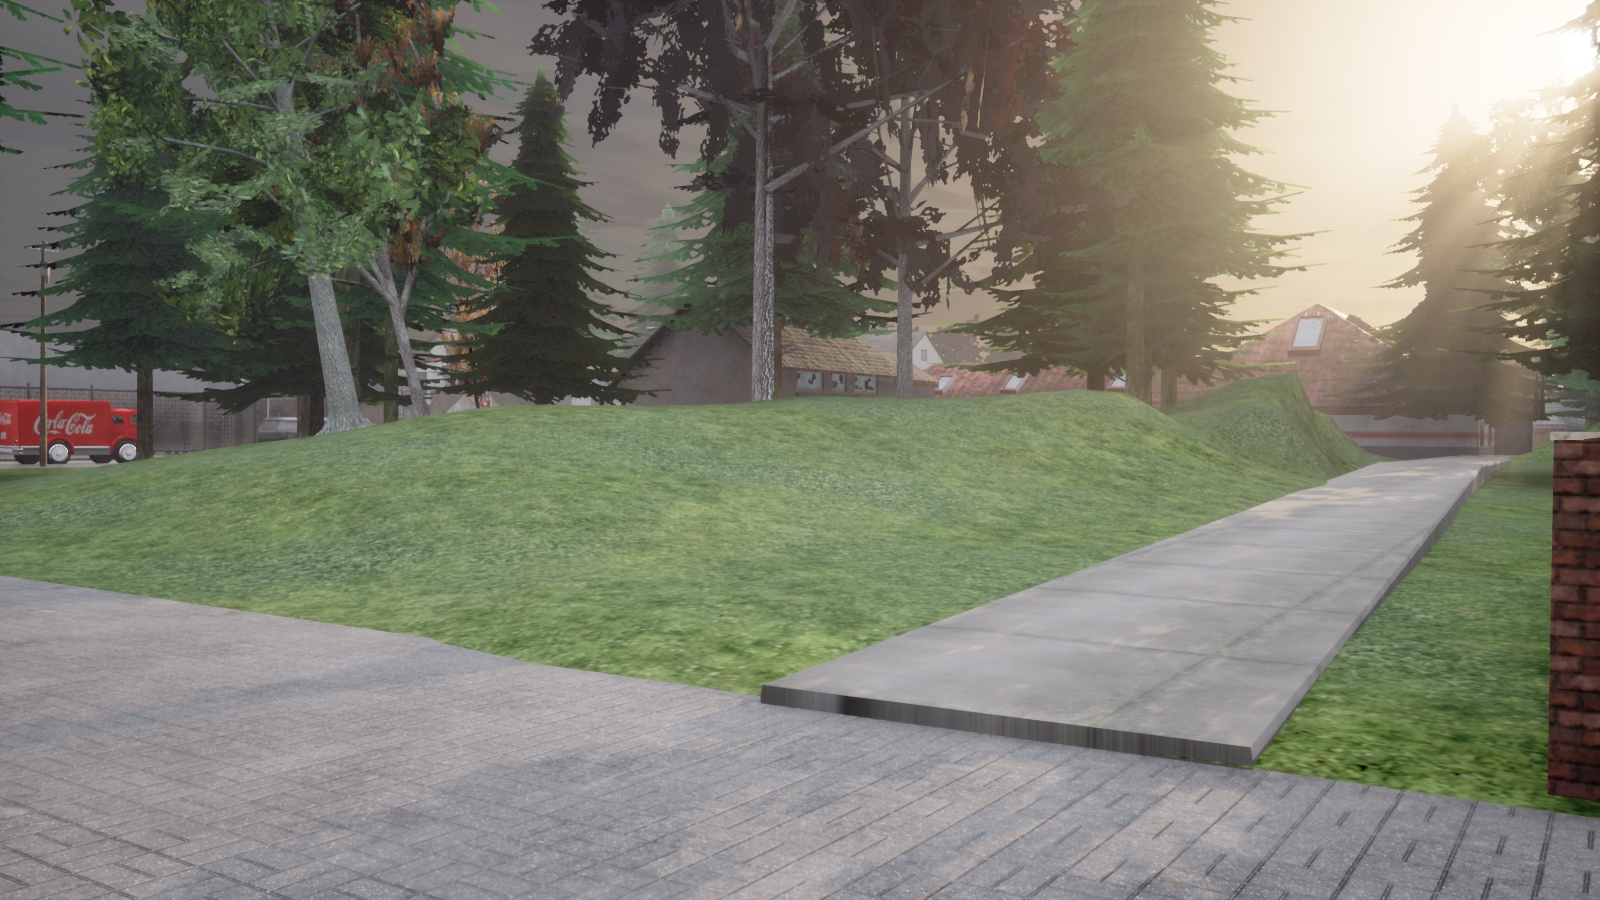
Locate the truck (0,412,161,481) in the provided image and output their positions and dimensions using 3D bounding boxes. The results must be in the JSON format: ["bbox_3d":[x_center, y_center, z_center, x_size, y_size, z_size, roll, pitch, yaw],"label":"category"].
[{"bbox_3d":[-27.698,-0.160,47.996,2.627,2.467,5.204,0,1,34],"label":"truck"}]

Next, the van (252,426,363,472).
[{"bbox_3d":[-22.077,-0.087,56.452,1.775,1.987,4.442,0,1,33],"label":"van"}]
